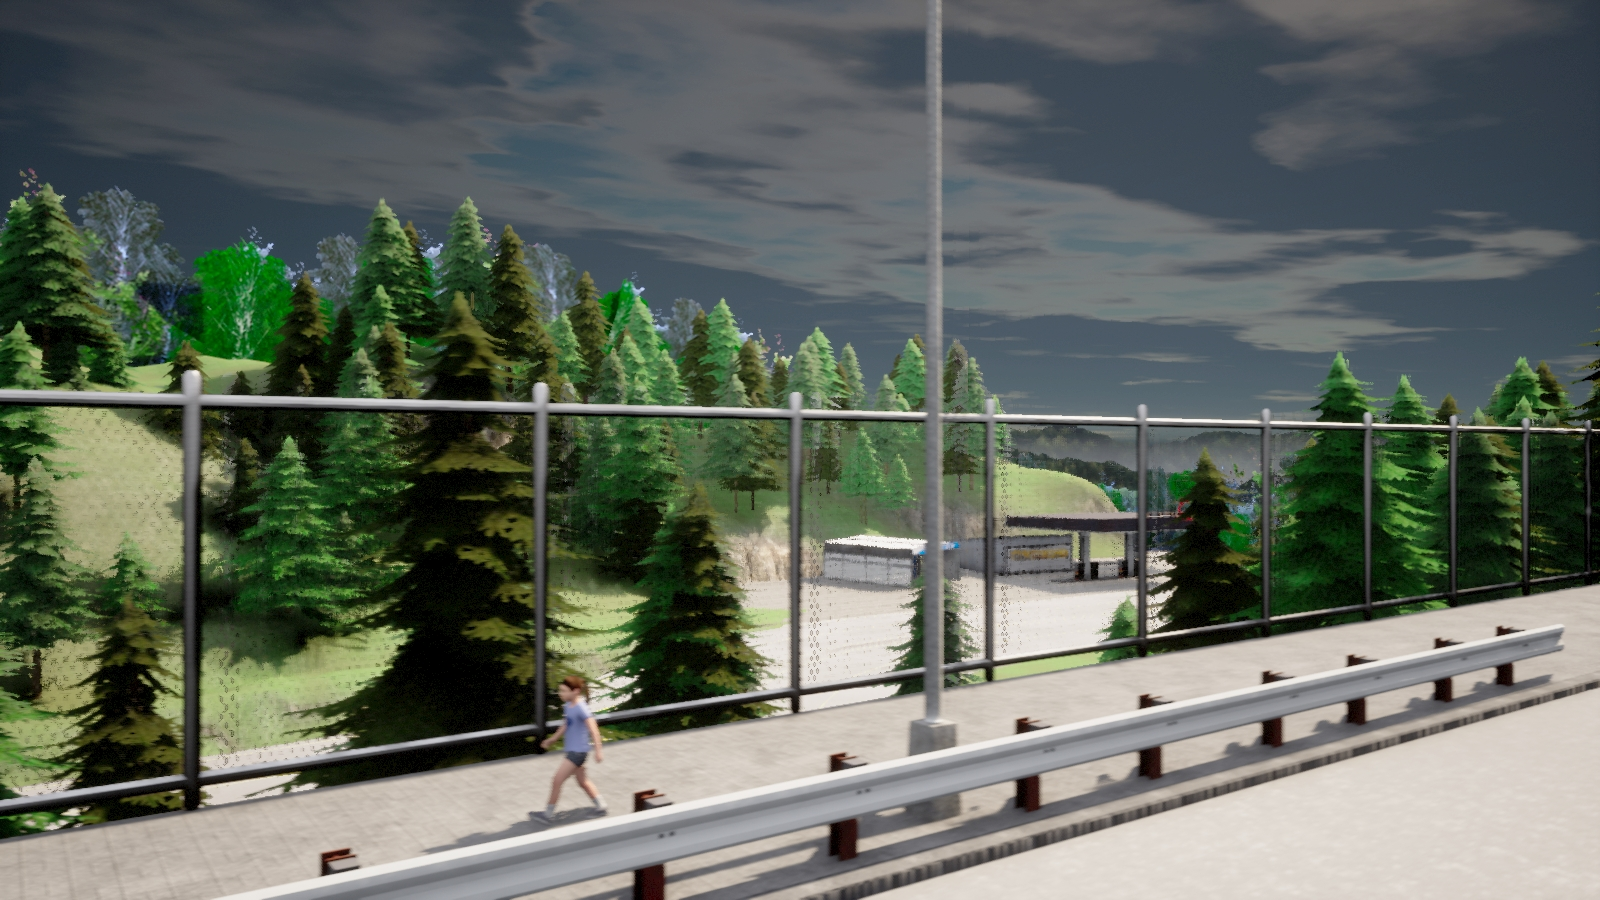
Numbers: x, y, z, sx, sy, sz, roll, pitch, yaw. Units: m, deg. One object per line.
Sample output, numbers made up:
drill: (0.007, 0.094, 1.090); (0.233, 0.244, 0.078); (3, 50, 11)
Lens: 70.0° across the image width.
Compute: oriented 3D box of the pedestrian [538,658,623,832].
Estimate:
pedestrian: (-1.605, 2.125, 8.335); (0.500, 1.100, 0.500); (0, 0, -25)
